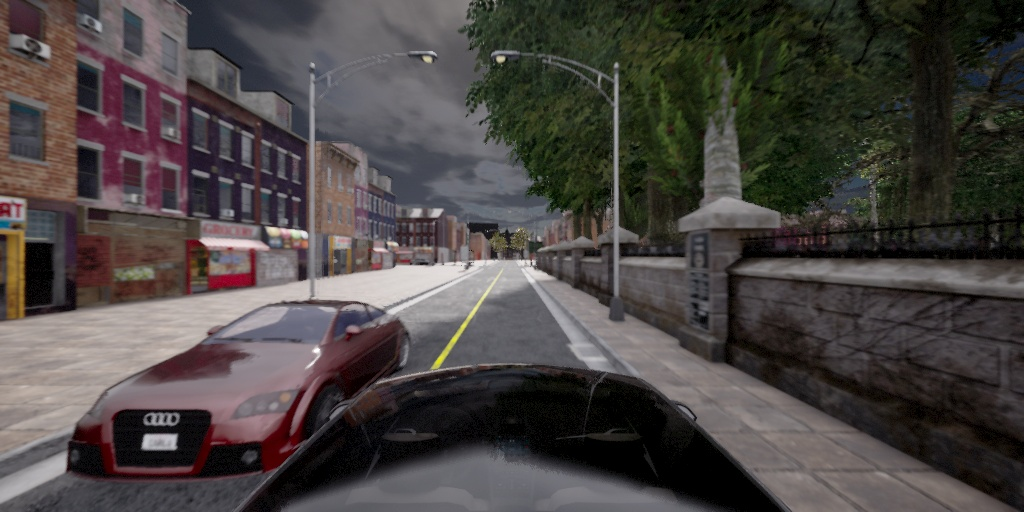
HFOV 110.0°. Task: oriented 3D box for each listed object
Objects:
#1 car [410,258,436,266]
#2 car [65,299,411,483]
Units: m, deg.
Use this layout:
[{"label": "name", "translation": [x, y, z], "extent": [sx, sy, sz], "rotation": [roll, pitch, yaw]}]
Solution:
[{"label": "car", "translation": [-15.062, 1.069, 60.669], "extent": [4.313, 1.339, 1.948], "rotation": [0, 0, 0]}, {"label": "car", "translation": [-2.832, 1.315, 4.883], "extent": [1.994, 1.385, 4.181], "rotation": [0, 0, 0]}]
